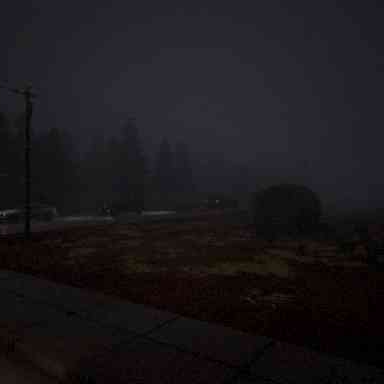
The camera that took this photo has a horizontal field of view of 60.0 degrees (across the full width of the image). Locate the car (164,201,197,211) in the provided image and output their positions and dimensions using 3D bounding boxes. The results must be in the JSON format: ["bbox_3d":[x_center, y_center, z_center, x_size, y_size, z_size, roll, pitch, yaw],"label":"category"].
[{"bbox_3d":[-1.413,1.780,43.034,1.895,1.301,4.718,0,0,37],"label":"car"}]

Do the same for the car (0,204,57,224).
[{"bbox_3d":[-13.331,1.706,26.955,1.812,1.442,4.674,0,0,36],"label":"car"}]

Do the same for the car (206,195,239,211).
[{"bbox_3d":[4.058,1.379,44.270,2.150,2.045,5.566,0,0,38],"label":"car"}]

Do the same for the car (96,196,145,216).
[{"bbox_3d":[-7.376,1.402,35.013,2.150,2.045,5.566,0,0,37],"label":"car"}]
